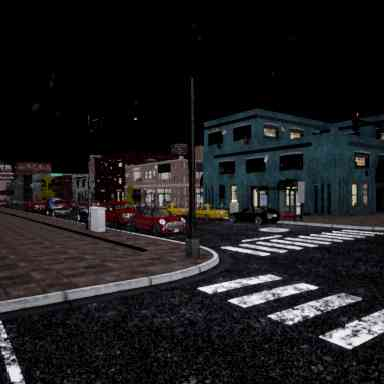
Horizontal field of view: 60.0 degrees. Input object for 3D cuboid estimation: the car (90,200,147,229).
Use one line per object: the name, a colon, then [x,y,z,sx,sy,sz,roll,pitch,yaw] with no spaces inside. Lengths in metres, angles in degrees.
car: [-5.438,1.616,24.843,2.192,1.841,5.009,-1,0,-37]

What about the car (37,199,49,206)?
car: [-35.829,2.494,79.898,1.752,1.417,4.829,-1,0,-37]

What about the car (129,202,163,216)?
car: [-5.439,1.911,38.875,2.008,1.369,4.403,-1,0,-37]

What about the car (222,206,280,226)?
car: [4.658,1.724,25.246,1.947,1.339,4.313,-1,0,-37]

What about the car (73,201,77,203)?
car: [-22.266,2.279,61.589,1.802,1.307,4.206,-1,0,-37]

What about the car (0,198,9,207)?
car: [-42.492,2.357,74.790,2.192,1.841,5.009,-1,0,-37]

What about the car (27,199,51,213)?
car: [-22.266,1.952,47.558,2.192,1.841,5.009,-1,0,-37]

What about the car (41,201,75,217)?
car: [-15.530,2.053,38.472,2.008,1.369,4.403,-1,0,-37]

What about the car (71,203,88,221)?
car: [-8.798,1.918,29.387,2.008,1.369,4.403,-1,0,-37]

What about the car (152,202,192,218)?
car: [-2.176,1.820,34.468,1.752,1.417,4.829,-1,0,-37]

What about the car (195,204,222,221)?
car: [1.190,1.753,29.926,1.752,1.417,4.829,-1,0,-37]

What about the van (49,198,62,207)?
van: [-29.002,2.173,70.675,1.690,1.788,3.998,-1,0,-37]

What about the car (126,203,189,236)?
car: [-2.069,1.673,20.301,1.967,1.590,4.097,-1,0,-37]

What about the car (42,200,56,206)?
car: [-32.362,2.444,75.218,1.887,1.381,4.507,-1,0,-37]

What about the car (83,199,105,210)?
car: [-15.539,2.002,52.503,1.967,1.590,4.097,-1,0,-37]

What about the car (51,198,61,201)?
car: [-23.768,2.234,59.279,1.812,1.442,4.674,-1,-1,-37]
